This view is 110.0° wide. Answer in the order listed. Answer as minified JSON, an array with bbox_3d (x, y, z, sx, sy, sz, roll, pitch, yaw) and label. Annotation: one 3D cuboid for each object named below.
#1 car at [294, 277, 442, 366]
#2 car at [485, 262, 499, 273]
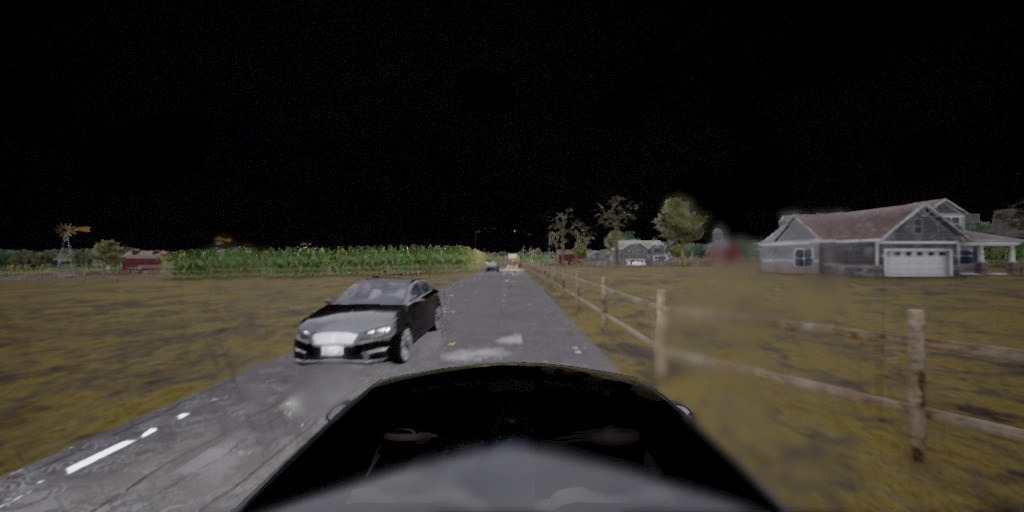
[{"bbox_3d":[-2.850,1.249,8.145,2.128,1.511,4.902,0,0,0],"label":"car"},{"bbox_3d":[-2.808,1.579,51.374,1.882,1.535,5.008,0,-1,0],"label":"car"}]
